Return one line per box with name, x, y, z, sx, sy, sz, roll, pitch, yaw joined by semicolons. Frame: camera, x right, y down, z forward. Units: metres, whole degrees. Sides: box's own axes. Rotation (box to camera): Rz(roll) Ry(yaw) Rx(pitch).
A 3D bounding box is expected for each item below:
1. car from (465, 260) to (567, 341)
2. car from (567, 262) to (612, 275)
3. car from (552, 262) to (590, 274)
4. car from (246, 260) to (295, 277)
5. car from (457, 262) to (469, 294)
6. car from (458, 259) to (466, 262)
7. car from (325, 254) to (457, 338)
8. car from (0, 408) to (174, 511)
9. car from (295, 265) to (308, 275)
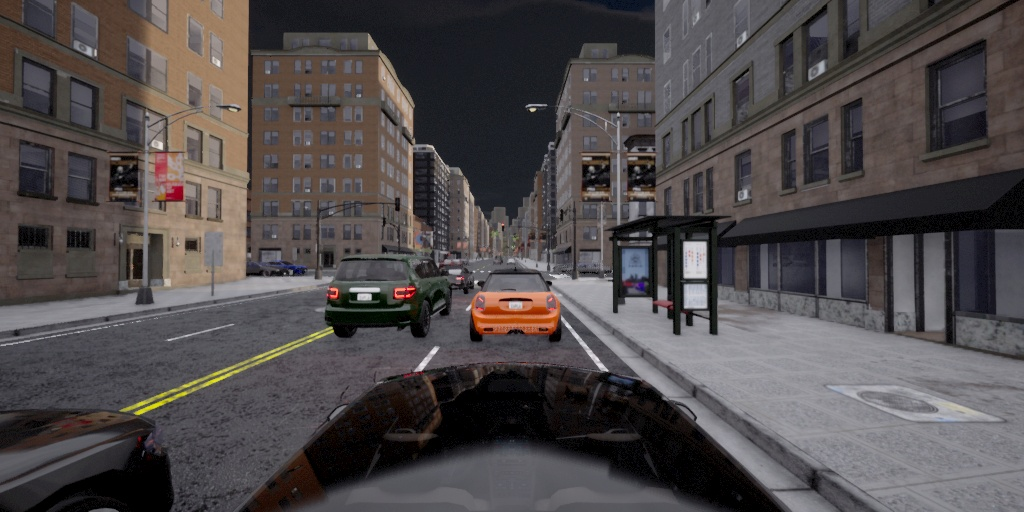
car;0.079;1.103;9.988;2.097;1.767;4.553;0;0;0
car;7.948;1.363;38.829;5.357;1.411;2.033;0;-1;-1
car;6.888;1.417;42.112;4.181;1.385;1.994;0;-1;0
car;-22.923;1.171;31.978;5.357;1.411;2.033;0;-1;0
car;-3.202;1.279;20.080;1.812;1.442;4.674;0;0;0
car;-9.966;1.284;64.364;1.812;1.442;4.674;0;0;0
car;-3.173;0.973;10.373;2.150;2.045;5.566;0;0;0
car;-3.144;1.242;0.335;2.128;1.511;4.902;0;0;0
car;-22.793;1.145;35.228;5.008;1.535;1.882;0;-1;0
